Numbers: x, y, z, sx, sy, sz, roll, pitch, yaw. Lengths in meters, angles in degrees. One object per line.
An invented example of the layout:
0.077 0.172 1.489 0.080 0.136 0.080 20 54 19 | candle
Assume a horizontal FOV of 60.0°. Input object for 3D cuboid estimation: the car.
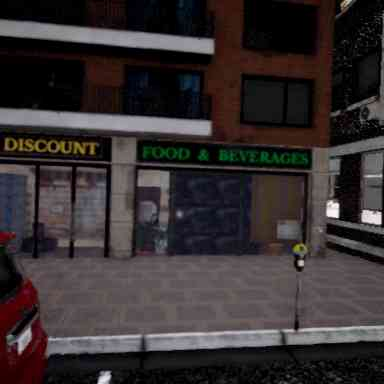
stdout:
-3.691 1.204 2.333 5.009 1.841 2.192 1 2 -7 | car
